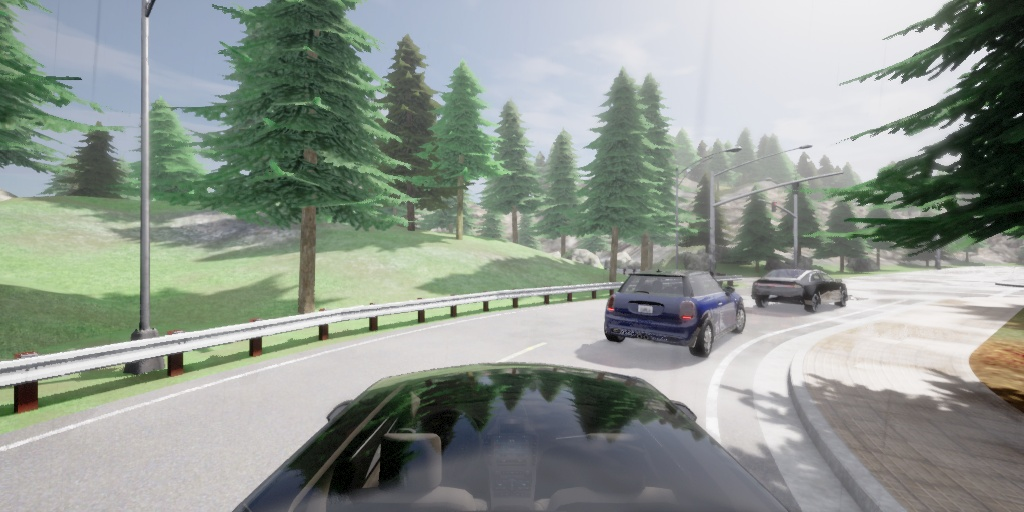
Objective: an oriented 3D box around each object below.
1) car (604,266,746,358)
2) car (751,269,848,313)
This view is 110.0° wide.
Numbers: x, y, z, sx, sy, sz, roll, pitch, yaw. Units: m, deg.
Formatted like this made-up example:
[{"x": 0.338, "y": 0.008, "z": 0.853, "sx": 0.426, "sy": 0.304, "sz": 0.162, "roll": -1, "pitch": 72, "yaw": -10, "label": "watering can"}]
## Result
[{"x": 4.176, "y": 1.109, "z": 8.893, "sx": 2.097, "sy": 1.767, "sz": 4.553, "roll": 0, "pitch": 0, "yaw": 43, "label": "car"}, {"x": 11.363, "y": 1.256, "z": 14.096, "sx": 4.902, "sy": 1.511, "sz": 2.128, "roll": 0, "pitch": 0, "yaw": -32, "label": "car"}]
